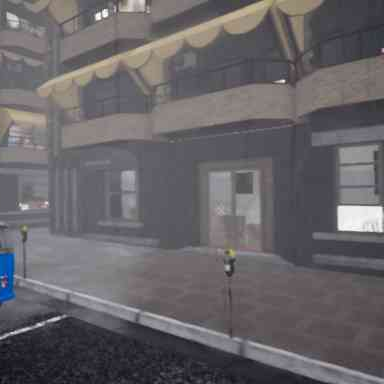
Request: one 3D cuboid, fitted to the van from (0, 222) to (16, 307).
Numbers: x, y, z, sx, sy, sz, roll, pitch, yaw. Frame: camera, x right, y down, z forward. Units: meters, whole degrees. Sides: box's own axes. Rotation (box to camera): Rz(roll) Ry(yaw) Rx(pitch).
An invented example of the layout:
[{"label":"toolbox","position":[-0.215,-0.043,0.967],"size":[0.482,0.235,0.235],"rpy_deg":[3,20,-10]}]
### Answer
[{"label":"van","position":[-5.144,1.358,6.557],"size":[3.998,1.788,1.690],"rpy_deg":[0,-1,35]}]
